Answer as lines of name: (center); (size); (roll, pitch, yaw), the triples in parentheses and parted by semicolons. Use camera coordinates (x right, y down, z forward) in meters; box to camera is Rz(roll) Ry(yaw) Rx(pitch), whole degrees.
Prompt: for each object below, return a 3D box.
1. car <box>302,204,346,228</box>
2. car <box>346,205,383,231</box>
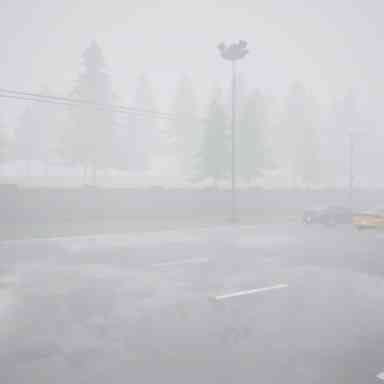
car: (9.277, 1.505, 21.812); (4.674, 1.442, 1.812); (0, 0, -29)
car: (11.370, 1.463, 18.955); (5.008, 1.535, 1.882); (0, 0, -29)
